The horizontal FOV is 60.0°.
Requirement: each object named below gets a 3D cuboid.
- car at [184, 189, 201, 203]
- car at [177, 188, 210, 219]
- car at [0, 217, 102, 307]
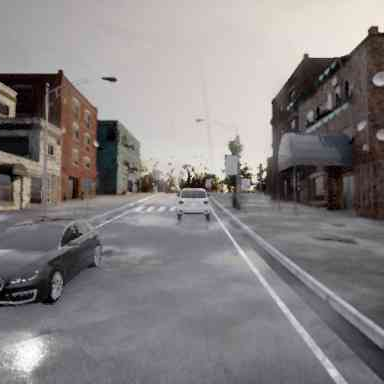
[{"bbox_3d":[0.097,0.452,42.088,2.033,1.411,5.357,0,2,0],"label":"car"},{"bbox_3d":[0.099,0.745,23.559,2.150,2.045,5.566,0,2,0],"label":"car"},{"bbox_3d":[-3.600,1.446,8.100,1.837,1.490,4.892,0,1,0],"label":"car"}]
